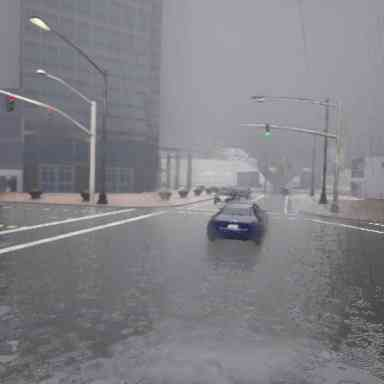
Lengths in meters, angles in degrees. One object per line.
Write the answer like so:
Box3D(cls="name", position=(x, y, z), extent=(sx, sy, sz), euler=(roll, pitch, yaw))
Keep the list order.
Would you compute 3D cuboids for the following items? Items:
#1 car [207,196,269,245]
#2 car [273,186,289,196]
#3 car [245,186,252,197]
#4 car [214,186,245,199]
Box3D(cls="car", position=(1.963, 1.097, 13.261), extent=(1.994, 1.385, 4.181), euler=(2, 2, 16))
Box3D(cls="car", position=(14.746, -0.225, 55.060), extent=(2.128, 1.511, 4.902), euler=(3, 3, 28))
Box3D(cls="car", position=(6.318, 0.066, 41.323), extent=(1.837, 1.490, 4.892), euler=(2, 2, 17))
Box3D(cls="car", position=(3.380, 0.351, 31.351), extent=(2.128, 1.511, 4.902), euler=(2, 2, 16))
